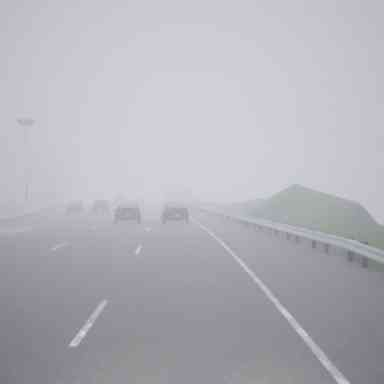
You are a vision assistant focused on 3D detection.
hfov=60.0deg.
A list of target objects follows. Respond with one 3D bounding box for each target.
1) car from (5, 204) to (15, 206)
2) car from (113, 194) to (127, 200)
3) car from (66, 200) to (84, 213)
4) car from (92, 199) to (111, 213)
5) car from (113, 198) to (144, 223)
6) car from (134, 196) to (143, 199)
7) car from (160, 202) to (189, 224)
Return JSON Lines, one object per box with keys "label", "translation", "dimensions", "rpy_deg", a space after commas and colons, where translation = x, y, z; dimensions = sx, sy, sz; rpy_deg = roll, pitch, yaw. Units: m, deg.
{"label": "car", "translation": [-29.209, 1.890, 53.787], "dimensions": [1.812, 1.442, 4.674], "rpy_deg": [-1, 0, -17]}
{"label": "car", "translation": [-13.971, 1.387, 64.472], "dimensions": [2.150, 2.045, 5.566], "rpy_deg": [0, 0, -21]}
{"label": "car", "translation": [-14.058, 1.720, 40.115], "dimensions": [2.033, 1.411, 5.357], "rpy_deg": [-1, 0, -15]}
{"label": "car", "translation": [-10.842, 1.637, 39.733], "dimensions": [1.837, 1.490, 4.892], "rpy_deg": [0, 0, -13]}
{"label": "car", "translation": [-4.987, 1.537, 26.225], "dimensions": [1.882, 1.535, 5.008], "rpy_deg": [0, 0, -8]}
{"label": "car", "translation": [-10.596, 1.615, 64.723], "dimensions": [2.128, 1.511, 4.902], "rpy_deg": [-1, 0, -20]}
{"label": "car", "translation": [-1.405, 1.491, 25.441], "dimensions": [1.882, 1.535, 5.008], "rpy_deg": [0, 0, -8]}
